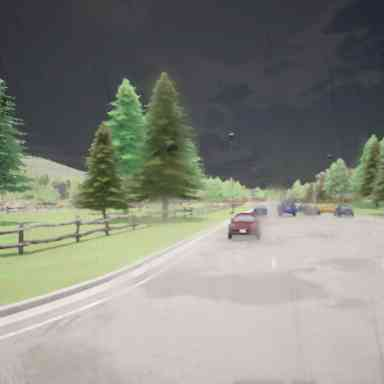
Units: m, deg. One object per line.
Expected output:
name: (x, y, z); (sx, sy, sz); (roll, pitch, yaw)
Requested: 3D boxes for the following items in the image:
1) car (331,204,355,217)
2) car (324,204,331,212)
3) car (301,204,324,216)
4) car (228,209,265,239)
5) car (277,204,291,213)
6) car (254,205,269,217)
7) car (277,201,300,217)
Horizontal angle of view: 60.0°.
car: (19.656, 2.458, 43.062); (1.812, 1.442, 4.674); (-1, -2, 14)
car: (22.638, 2.707, 55.737); (1.882, 1.535, 5.008); (-1, -2, 14)
car: (17.097, 2.630, 47.356); (1.994, 1.385, 4.181); (-1, -2, 14)
car: (3.347, 2.029, 20.484); (1.812, 1.442, 4.674); (-1, -2, 14)
car: (16.008, 2.843, 58.073); (2.128, 1.511, 4.902); (-1, -2, 14)
car: (9.490, 2.571, 45.700); (1.882, 1.535, 5.008); (-1, -1, 14)
car: (12.886, 2.264, 44.875); (2.150, 2.045, 5.566); (-1, -1, 14)
